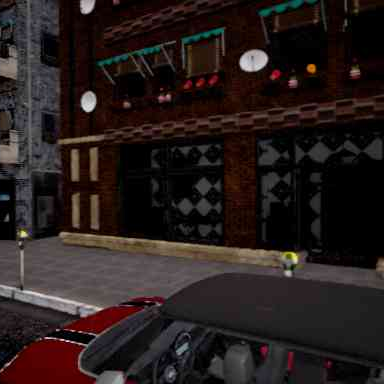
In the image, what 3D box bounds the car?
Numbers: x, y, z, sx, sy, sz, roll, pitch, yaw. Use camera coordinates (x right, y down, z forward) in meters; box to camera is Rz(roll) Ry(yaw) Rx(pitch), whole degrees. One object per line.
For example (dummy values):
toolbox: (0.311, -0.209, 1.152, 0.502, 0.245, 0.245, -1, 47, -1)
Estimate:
car: (0.267, 1.408, 2.552, 4.097, 1.590, 1.967, -1, 1, 30)
